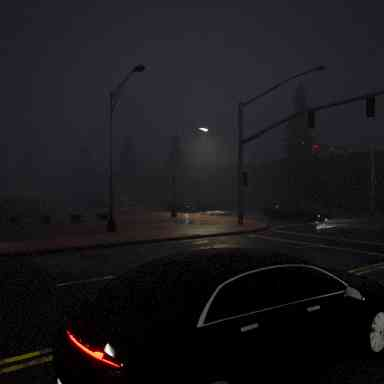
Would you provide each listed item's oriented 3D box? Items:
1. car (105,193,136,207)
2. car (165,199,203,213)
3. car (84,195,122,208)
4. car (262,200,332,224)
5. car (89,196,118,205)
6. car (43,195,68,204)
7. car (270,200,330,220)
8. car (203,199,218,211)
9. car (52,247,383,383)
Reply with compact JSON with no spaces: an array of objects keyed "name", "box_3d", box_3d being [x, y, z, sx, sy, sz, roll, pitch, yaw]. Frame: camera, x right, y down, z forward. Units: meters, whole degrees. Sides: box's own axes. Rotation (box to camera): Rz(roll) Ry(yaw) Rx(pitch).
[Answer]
[{"name":"car","box_3d":[-11.272,1.223,51.162,5.566,2.045,2.150,0,0,30]},{"name":"car","box_3d":[-1.198,1.526,37.434,1.812,1.442,4.674,0,0,-39]},{"name":"car","box_3d":[-13.239,1.547,48.350,5.357,1.411,2.033,0,0,30]},{"name":"car","box_3d":[7.814,1.547,25.333,2.033,1.411,5.357,0,0,-36]},{"name":"car","box_3d":[-16.283,1.478,61.331,5.008,1.535,1.882,0,0,21]},{"name":"car","box_3d":[-26.243,1.352,63.797,4.553,1.767,2.097,0,0,9]},{"name":"car","box_3d":[9.356,1.505,29.155,1.837,1.490,4.892,0,0,-36]},{"name":"car","box_3d":[1.134,1.563,40.058,1.994,1.385,4.181,0,0,-39]},{"name":"car","box_3d":[0.813,1.505,4.378,4.892,1.490,1.837,0,0,-35]}]
